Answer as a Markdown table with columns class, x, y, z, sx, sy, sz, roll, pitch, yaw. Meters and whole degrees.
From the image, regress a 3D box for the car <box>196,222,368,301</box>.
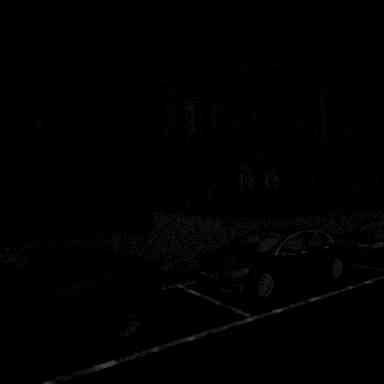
| class | x | y | z | sx | sy | sz | roll | pitch | yaw |
| --- | --- | --- | --- | --- | --- | --- | --- | --- | --- |
| car | 2.116 | 1.530 | 8.159 | 4.403 | 1.369 | 2.008 | 0 | 0 | -35 |

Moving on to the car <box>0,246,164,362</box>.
| class | x | y | z | sx | sy | sz | roll | pitch | yaw |
| --- | --- | --- | --- | --- | --- | --- | --- | --- | --- |
| car | -2.474 | 1.564 | 4.887 | 4.313 | 1.339 | 1.947 | 0 | 0 | -35 |

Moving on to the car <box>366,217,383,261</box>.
| class | x | y | z | sx | sy | sz | roll | pitch | yaw |
| --- | --- | --- | --- | --- | --- | --- | --- | --- | --- |
| car | 6.706 | 1.542 | 11.431 | 4.206 | 1.307 | 1.802 | 0 | 0 | -35 |
